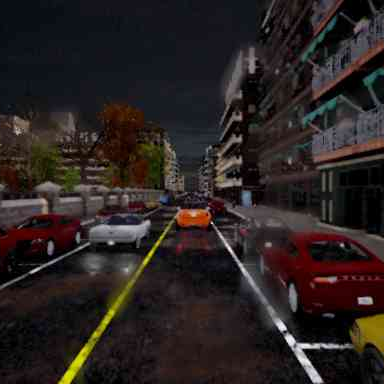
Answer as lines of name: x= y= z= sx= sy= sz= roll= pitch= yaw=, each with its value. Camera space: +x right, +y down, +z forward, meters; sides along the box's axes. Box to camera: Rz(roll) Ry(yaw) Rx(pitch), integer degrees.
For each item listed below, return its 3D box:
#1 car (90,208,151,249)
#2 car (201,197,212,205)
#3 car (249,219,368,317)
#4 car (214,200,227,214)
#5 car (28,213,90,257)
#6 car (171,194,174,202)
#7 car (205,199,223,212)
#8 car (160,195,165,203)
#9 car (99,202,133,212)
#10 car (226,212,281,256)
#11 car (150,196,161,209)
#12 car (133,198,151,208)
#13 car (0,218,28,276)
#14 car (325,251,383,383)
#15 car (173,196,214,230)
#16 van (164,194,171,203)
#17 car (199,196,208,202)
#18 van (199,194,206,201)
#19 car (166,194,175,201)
car: x=-3.030 y=1.617 z=14.718 sx=1.895 sy=1.301 sz=4.718 roll=0 pitch=0 yaw=0
car: x=2.648 y=1.650 z=62.741 sx=1.947 sy=1.339 sz=4.313 roll=0 pitch=0 yaw=0
car: x=2.682 y=1.553 z=7.389 sx=1.887 sy=1.381 sz=4.507 roll=0 pitch=0 yaw=0
car: x=2.665 y=1.586 z=35.065 sx=1.887 sy=1.381 sz=4.507 roll=0 pitch=0 yaw=0
car: x=-5.702 y=1.559 z=12.919 sx=1.887 sy=1.381 sz=4.507 roll=0 pitch=0 yaw=0
car: x=-5.741 y=1.417 z=73.806 sx=2.192 sy=1.841 sz=5.009 roll=0 pitch=0 yaw=0
car: x=2.662 y=1.594 z=40.600 sx=1.887 sy=1.381 sz=4.507 roll=0 pitch=0 yaw=0
car: x=-5.726 y=1.616 z=51.665 sx=2.008 sy=1.369 sz=4.403 roll=0 pitch=0 yaw=0
car: x=-5.708 y=1.609 z=23.989 sx=1.802 sy=1.307 sz=4.206 roll=0 pitch=0 yaw=0
car: x=2.679 y=1.565 z=12.925 sx=2.008 sy=1.369 sz=4.403 roll=0 pitch=0 yaw=0
car: x=-5.722 y=1.582 z=45.960 sx=1.752 sy=1.417 sz=4.829 roll=0 pitch=0 yaw=0
car: x=-5.715 y=1.623 z=35.060 sx=1.802 sy=1.307 sz=4.206 roll=0 pitch=0 yaw=0
car: x=-5.699 y=1.448 z=7.384 sx=1.967 sy=1.590 sz=4.097 roll=0 pitch=0 yaw=0
car: x=2.686 y=1.528 z=2.024 sx=1.752 sy=1.417 sz=4.829 roll=0 pitch=0 yaw=0
car: x=0.087 y=1.375 z=21.553 sx=2.097 sy=1.767 sz=4.553 roll=0 pitch=0 yaw=0
van: x=-5.737 y=1.434 z=68.270 sx=1.690 sy=1.788 sz=3.998 roll=0 pitch=0 yaw=0
car: x=2.638 y=1.679 z=79.346 sx=1.947 sy=1.339 sz=4.313 roll=0 pitch=0 yaw=0
van: x=2.633 y=1.464 z=84.882 sx=1.690 sy=1.788 sz=3.998 roll=0 pitch=0 yaw=0
car: x=-5.751 y=1.447 z=90.412 sx=2.192 sy=1.841 sz=5.009 roll=0 pitch=0 yaw=0
